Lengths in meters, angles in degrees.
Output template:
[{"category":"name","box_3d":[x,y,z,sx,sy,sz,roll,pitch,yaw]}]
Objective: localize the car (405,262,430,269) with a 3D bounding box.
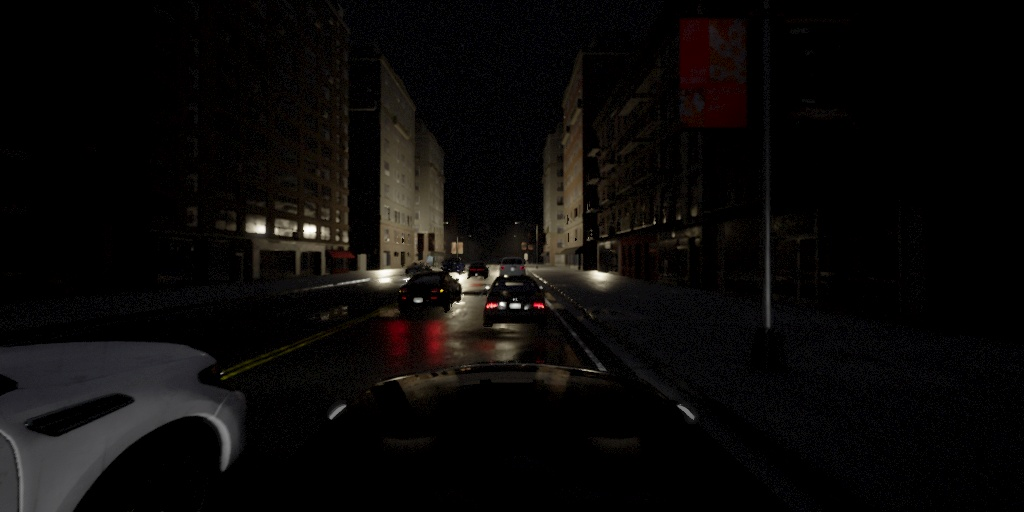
[{"category":"car","box_3d":[-9.921,1.414,37.945,2.128,1.511,4.902,0,0,0]}]

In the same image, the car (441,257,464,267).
[{"category":"car","box_3d":[-6.677,1.160,41.027,2.150,2.045,5.566,0,0,0]}]

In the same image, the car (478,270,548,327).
[{"category":"car","box_3d":[0.082,1.342,11.742,2.033,1.411,5.357,0,0,0]}]

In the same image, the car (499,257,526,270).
[{"category":"car","box_3d":[0.041,1.112,31.196,2.150,2.045,5.566,0,0,0]}]

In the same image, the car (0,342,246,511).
[{"category":"car","box_3d":[-3.145,0.969,0.395,2.150,2.045,5.566,0,0,0]}]

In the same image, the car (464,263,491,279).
[{"category":"car","box_3d":[-3.217,1.414,34.891,1.837,1.490,4.892,0,0,0]}]

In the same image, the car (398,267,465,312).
[{"category":"car","box_3d":[-3.173,1.332,14.435,1.812,1.442,4.674,0,0,0]}]
